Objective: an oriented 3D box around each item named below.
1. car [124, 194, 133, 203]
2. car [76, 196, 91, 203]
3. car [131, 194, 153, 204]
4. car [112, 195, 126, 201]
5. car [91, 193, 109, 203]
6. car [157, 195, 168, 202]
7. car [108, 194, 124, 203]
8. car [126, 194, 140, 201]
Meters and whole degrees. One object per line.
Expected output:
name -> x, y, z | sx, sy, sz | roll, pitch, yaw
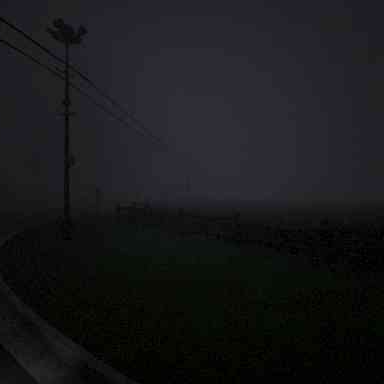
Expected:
car -> -11.570, 1.508, 67.324 | 1.837, 1.490, 4.892 | 0, 0, 7
car -> -21.991, 1.535, 68.609 | 2.033, 1.411, 5.357 | 0, 0, 7
car -> -8.919, 1.529, 59.401 | 1.812, 1.442, 4.674 | 0, 0, 7
car -> -17.242, 1.389, 78.522 | 1.994, 1.385, 4.181 | 0, 0, 7
car -> -18.455, 1.510, 68.688 | 1.812, 1.442, 4.674 | 0, 0, 7
car -> -6.773, 1.504, 77.631 | 1.837, 1.490, 4.892 | 0, 0, 7
car -> -14.993, 1.548, 68.166 | 1.994, 1.385, 4.181 | 0, 0, 7
car -> -13.769, 1.314, 78.094 | 1.882, 1.535, 5.008 | 0, 0, 7
